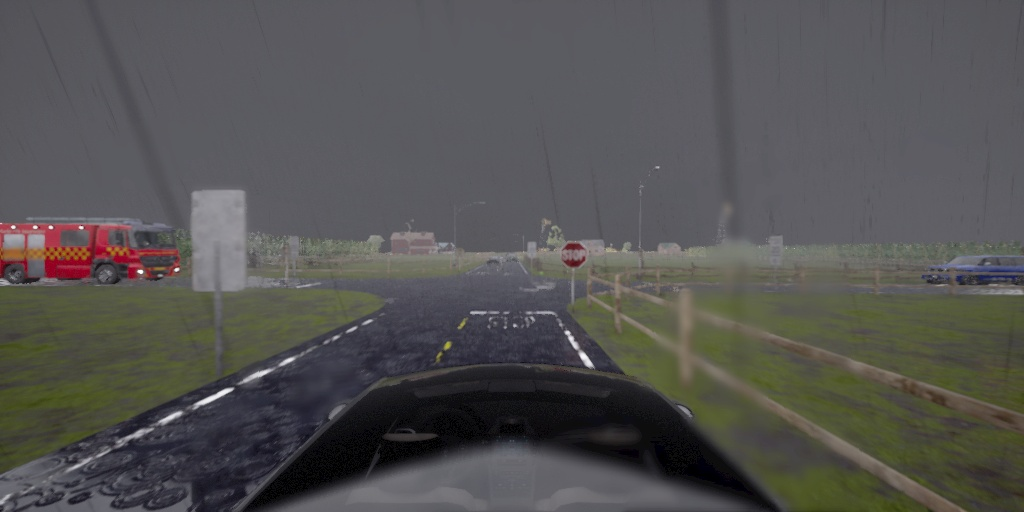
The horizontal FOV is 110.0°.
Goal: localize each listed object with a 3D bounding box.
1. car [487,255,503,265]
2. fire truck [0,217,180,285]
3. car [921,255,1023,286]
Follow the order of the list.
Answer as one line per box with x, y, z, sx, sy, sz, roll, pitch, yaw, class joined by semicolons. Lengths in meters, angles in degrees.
-2.787;0.668;54.507;1.895;1.301;4.718;0;1;1;car
-24.720;-0.330;20.923;8.468;3.827;2.891;0;1;1;fire truck
30.212;0.956;23.268;5.566;2.045;2.150;0;1;1;car
